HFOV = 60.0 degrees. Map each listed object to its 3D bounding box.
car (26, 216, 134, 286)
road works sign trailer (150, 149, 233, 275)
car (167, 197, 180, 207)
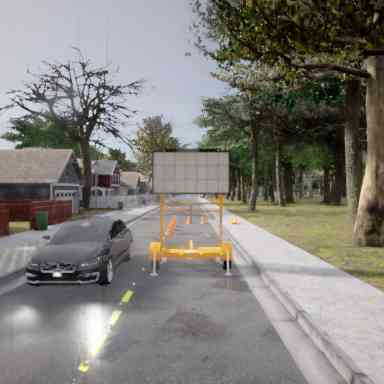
[{"bbox_3d":[-2.870,1.504,9.495,1.837,1.490,4.892,0,0,0],"label":"car"},{"bbox_3d":[-0.022,0.463,10.375,2.380,3.560,2.880,0,0,0],"label":"road works sign trailer"},{"bbox_3d":[-2.952,1.544,52.922,1.812,1.442,4.674,0,0,0],"label":"car"}]
